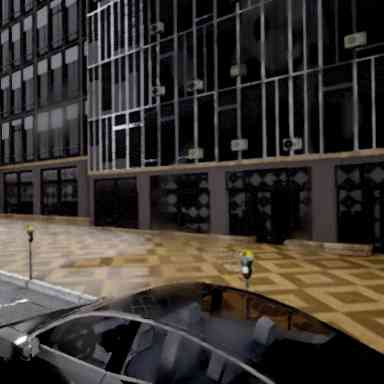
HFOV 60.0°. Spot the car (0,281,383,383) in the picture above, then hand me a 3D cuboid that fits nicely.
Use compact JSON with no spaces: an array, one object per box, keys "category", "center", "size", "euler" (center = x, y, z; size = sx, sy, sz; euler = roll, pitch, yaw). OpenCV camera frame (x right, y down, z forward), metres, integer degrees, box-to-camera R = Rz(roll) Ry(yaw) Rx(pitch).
[{"category":"car","center":[-0.323,1.566,3.119],"size":[4.313,1.339,1.947],"euler":[0,-1,36]}]
